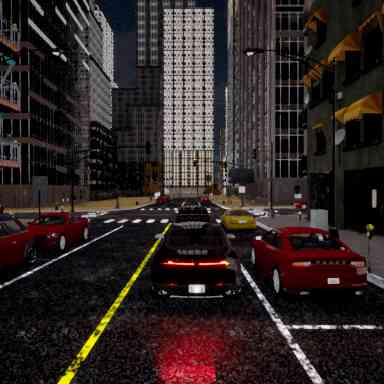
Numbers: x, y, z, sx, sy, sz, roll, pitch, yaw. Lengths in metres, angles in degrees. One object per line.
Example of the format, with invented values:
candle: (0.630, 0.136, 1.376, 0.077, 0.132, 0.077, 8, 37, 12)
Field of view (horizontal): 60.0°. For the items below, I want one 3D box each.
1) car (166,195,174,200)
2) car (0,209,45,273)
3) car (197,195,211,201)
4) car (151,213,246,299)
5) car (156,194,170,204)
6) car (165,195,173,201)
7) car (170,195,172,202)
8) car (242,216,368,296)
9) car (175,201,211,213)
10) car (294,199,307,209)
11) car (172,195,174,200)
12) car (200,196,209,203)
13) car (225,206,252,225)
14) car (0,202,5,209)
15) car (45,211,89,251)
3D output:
car: (-5.875, 1.541, 90.859, 1.887, 1.381, 4.507, -1, 0, 0)
car: (-5.716, 1.438, 8.502, 1.967, 1.590, 4.097, -1, 0, 0)
car: (2.558, 1.435, 63.077, 1.967, 1.590, 4.097, -1, 0, 0)
car: (0.082, 1.503, 8.434, 1.837, 1.490, 4.892, 0, 0, 0)
car: (-5.821, 1.540, 63.062, 1.887, 1.381, 4.507, -1, 0, 0)
car: (-5.865, 1.521, 85.130, 1.752, 1.417, 4.829, -1, 0, 0)
car: (-5.834, 1.310, 68.622, 2.192, 1.841, 5.009, -1, 0, 0)
car: (2.666, 1.543, 8.504, 1.887, 1.381, 4.507, -1, 0, 0)
car: (0.060, 1.475, 18.706, 1.882, 1.535, 5.008, 0, 0, 0)
car: (14.176, 1.254, 38.698, 4.507, 1.381, 1.887, -1, 1, -1)
car: (-5.845, 1.310, 74.181, 2.192, 1.841, 5.009, -1, 0, 0)
car: (2.548, 1.520, 68.807, 1.752, 1.417, 4.829, -1, 0, 0)
car: (2.644, 1.522, 19.721, 1.752, 1.417, 4.829, -1, 0, 0)
car: (-23.922, 1.744, 38.300, 4.097, 1.590, 1.967, -1, 1, -1)
car: (-5.726, 1.542, 14.026, 1.887, 1.381, 4.507, -1, 0, 0)
